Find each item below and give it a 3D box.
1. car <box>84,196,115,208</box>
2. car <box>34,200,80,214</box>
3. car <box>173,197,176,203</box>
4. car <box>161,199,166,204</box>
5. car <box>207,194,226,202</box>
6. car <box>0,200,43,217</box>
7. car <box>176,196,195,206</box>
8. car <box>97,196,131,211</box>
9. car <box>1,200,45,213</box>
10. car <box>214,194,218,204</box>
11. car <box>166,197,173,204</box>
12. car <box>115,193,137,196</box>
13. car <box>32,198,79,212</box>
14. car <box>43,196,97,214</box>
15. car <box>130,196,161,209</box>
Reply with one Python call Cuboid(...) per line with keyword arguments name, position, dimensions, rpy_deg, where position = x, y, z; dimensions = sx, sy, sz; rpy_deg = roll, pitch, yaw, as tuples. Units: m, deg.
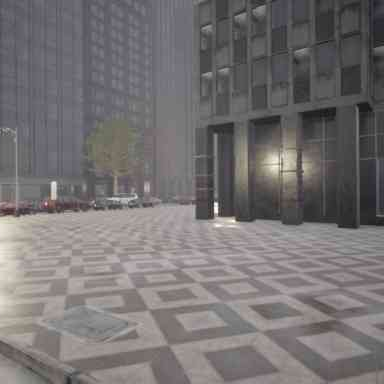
Cuboid(name="car", position=(-13.534, 1.483, 48.688), dimensions=(1.967, 1.590, 4.097), rpy_deg=(-1, 0, 35))
Cuboid(name="car", position=(-14.725, 1.568, 36.498), dimensions=(1.994, 1.385, 4.181), rpy_deg=(-1, 0, 35))
Cuboid(name="car", position=(-0.520, 1.435, 57.092), dimensions=(2.128, 1.511, 4.902), rpy_deg=(-1, 0, 35))
Cuboid(name="car", position=(-7.217, 1.544, 57.826), dimensions=(1.752, 1.417, 4.829), rpy_deg=(-1, 0, 35))
Cuboid(name="car", position=(5.705, 1.296, 76.524), dimensions=(2.192, 1.841, 5.009), rpy_deg=(-1, 0, 35))
Cuboid(name="car", position=(-16.141, 1.576, 29.921), dimensions=(1.802, 1.307, 4.206), rpy_deg=(-1, 0, 35))
Cuboid(name="car", position=(-0.111, 1.462, 53.114), dimensions=(1.887, 1.381, 4.507), rpy_deg=(-1, 0, 35))
Cuboid(name="car", position=(-9.729, 1.524, 39.199), dimensions=(1.947, 1.339, 4.313), rpy_deg=(-1, 0, 35))
Cuboid(name="car", position=(-19.945, 1.641, 39.410), dimensions=(1.947, 1.339, 4.313), rpy_deg=(-1, 0, 35))
Cuboid(name="car", position=(3.093, 1.222, 57.754), dimensions=(2.192, 1.841, 5.009), rpy_deg=(-1, 0, 35))
Cuboid(name="car", position=(-3.913, 1.574, 62.606), dimensions=(1.947, 1.339, 4.313), rpy_deg=(-1, 0, 35))
Cuboid(name="car", position=(-10.204, 1.228, 48.652), dimensions=(2.150, 2.045, 5.566), rpy_deg=(-1, 0, 34))
Cuboid(name="car", position=(-16.272, 1.513, 39.881), dimensions=(1.882, 1.535, 5.008), rpy_deg=(-1, 0, 35))
Cuboid(name="car", position=(-12.937, 1.289, 34.561), dimensions=(2.192, 1.841, 5.009), rpy_deg=(-1, 0, 35))
Cuboid(name="car", position=(-6.523, 1.508, 43.836), dimensions=(1.947, 1.339, 4.313), rpy_deg=(-1, 0, 35))
